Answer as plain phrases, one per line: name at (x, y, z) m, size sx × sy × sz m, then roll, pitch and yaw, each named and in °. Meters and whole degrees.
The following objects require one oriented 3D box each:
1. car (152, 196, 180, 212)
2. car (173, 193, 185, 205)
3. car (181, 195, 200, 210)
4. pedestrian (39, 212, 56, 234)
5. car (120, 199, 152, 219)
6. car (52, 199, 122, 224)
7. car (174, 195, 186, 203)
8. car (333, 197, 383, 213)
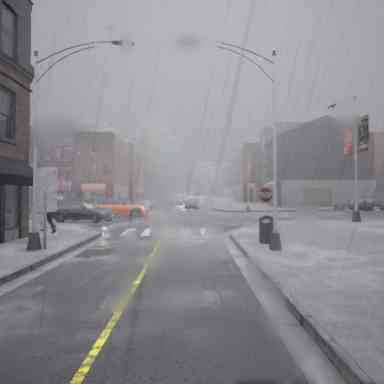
car at (-3.526, 1.533, 40.183) m, size 2.033 × 1.411 × 5.357 m, roll -1°, pitch 1°, yaw 14°
car at (-2.488, 1.300, 53.415) m, size 2.097 × 1.767 × 4.553 m, roll 0°, pitch 0°, yaw 0°
car at (0.081, 1.513, 42.784) m, size 2.033 × 1.411 × 5.357 m, roll 0°, pitch 0°, yaw 2°
pedestrian at (-7.069, 1.107, 16.321) m, size 0.375 × 1.860 × 0.375 m, roll 1°, pitch -1°, yaw 0°
car at (-5.923, 1.331, 27.772) m, size 4.553 × 1.767 × 2.097 m, roll 0°, pitch -1°, yaw 0°
car at (-7.662, 1.425, 23.496) m, size 4.674 × 1.442 × 1.812 m, roll -1°, pitch -1°, yaw 18°
car at (-2.419, 1.423, 66.307) m, size 2.128 × 1.511 × 4.902 m, roll 0°, pitch 0°, yaw 1°
car at (17.306, 1.340, 34.653) m, size 5.008 × 1.535 × 1.882 m, roll -1°, pitch -1°, yaw 0°
